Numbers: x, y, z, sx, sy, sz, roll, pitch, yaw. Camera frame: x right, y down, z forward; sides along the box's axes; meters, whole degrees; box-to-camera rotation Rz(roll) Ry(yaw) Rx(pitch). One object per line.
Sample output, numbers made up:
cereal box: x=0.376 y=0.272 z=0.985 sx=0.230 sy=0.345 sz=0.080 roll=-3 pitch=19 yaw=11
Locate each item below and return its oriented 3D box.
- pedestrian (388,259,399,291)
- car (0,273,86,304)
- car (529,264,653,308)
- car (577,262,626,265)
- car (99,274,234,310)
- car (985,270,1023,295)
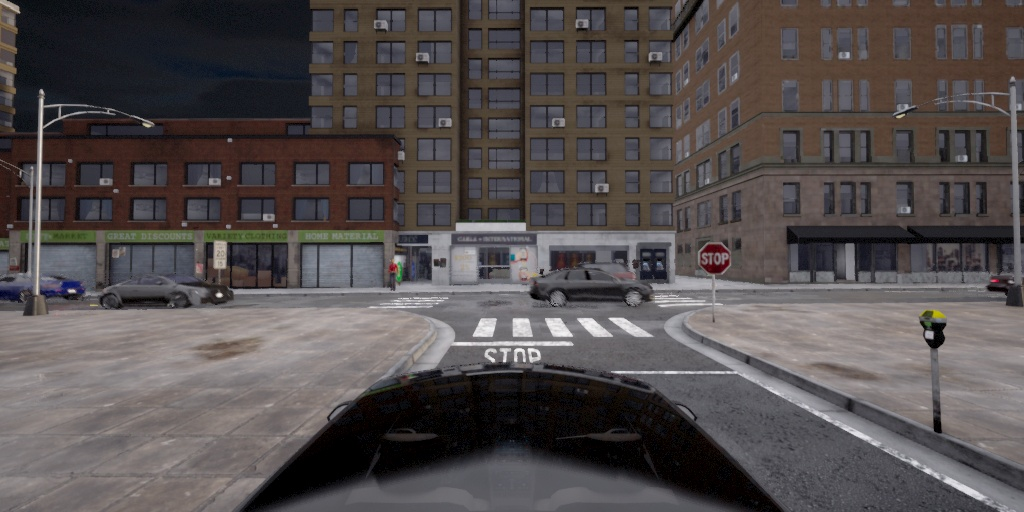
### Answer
pedestrian: x=-6.793 y=1.040 z=20.402 sx=0.375 sy=1.860 sz=0.375 roll=0 pitch=-1 yaw=0
car: x=-23.846 y=1.584 z=17.567 sx=4.674 sy=1.442 sz=1.812 roll=-1 pitch=-1 yaw=0
car: x=3.129 y=1.224 z=14.457 sx=4.892 sy=1.490 sz=1.837 roll=0 pitch=0 yaw=0
car: x=3.644 y=1.094 z=17.430 sx=4.553 sy=1.767 sz=2.097 roll=-1 pitch=-1 yaw=0
car: x=-13.891 y=1.431 z=14.575 sx=4.181 sy=1.385 sz=1.994 roll=-1 pitch=-1 yaw=0
car: x=22.614 y=1.067 z=14.374 sx=5.357 sy=1.411 sz=2.033 roll=0 pitch=-1 yaw=0
